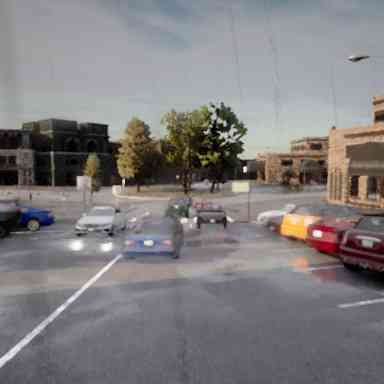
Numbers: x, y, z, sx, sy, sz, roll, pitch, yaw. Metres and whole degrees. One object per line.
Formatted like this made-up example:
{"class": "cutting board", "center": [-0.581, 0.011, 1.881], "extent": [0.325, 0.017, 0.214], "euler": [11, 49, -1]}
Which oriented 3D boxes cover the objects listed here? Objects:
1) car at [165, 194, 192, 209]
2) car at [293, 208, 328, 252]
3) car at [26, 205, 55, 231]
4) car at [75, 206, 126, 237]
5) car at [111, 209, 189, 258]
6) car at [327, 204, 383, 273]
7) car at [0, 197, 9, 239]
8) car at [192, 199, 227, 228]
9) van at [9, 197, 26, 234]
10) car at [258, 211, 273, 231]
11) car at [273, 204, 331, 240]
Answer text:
{"class": "car", "center": [-1.325, 1.294, 30.413], "extent": [2.097, 1.767, 4.553], "euler": [0, 1, 0]}
{"class": "car", "center": [6.421, 1.483, 12.011], "extent": [4.792, 1.488, 2.163], "euler": [1, 0, -20]}
{"class": "car", "center": [-10.607, 1.479, 19.212], "extent": [5.008, 1.535, 2.097], "euler": [-1, 0, -18]}
{"class": "car", "center": [-4.759, 1.504, 18.057], "extent": [1.812, 1.442, 4.674], "euler": [0, 0, 1]}
{"class": "car", "center": [-1.276, 1.598, 12.657], "extent": [2.033, 1.411, 5.357], "euler": [0, 0, 1]}
{"class": "car", "center": [6.375, 1.331, 9.042], "extent": [4.553, 1.767, 2.185], "euler": [1, 0, -20]}
{"class": "car", "center": [-10.772, 1.234, 13.231], "extent": [5.566, 2.045, 2.435], "euler": [-1, 0, -18]}
{"class": "car", "center": [1.213, 1.462, 21.788], "extent": [2.128, 1.511, 4.902], "euler": [0, 0, 0]}
{"class": "van", "center": [-10.816, 1.258, 16.176], "extent": [4.442, 1.987, 1.878], "euler": [-1, 0, -18]}
{"class": "car", "center": [6.346, 1.474, 17.887], "extent": [4.792, 1.488, 2.163], "euler": [1, 0, -20]}
{"class": "car", "center": [6.356, 1.323, 14.942], "extent": [4.553, 1.767, 2.185], "euler": [1, 0, -20]}
